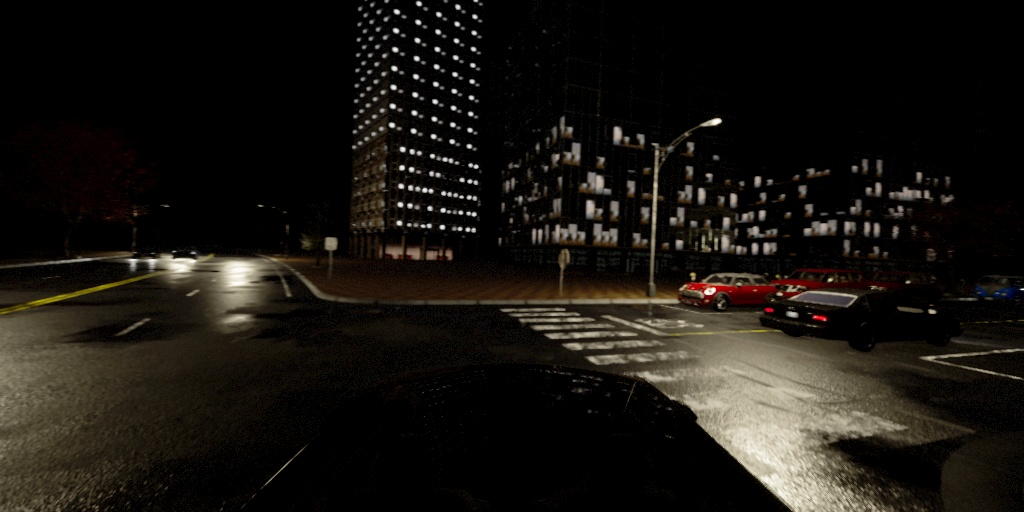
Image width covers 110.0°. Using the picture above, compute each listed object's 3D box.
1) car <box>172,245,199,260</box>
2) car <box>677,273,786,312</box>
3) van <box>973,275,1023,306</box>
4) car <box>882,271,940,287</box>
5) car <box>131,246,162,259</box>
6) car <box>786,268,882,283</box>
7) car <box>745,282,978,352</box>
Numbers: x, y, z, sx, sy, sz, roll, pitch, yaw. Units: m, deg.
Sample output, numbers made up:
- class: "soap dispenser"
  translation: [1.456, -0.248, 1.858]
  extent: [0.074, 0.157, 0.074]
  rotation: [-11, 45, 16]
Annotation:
- class: "car"
  translation: [-39.070, -0.471, 42.997]
  extent: [2.097, 1.767, 4.553]
  rotation: [3, 0, -37]
- class: "car"
  translation: [9.252, 1.459, 15.534]
  extent: [4.097, 1.591, 1.967]
  rotation: [0, 0, -17]
- class: "van"
  translation: [30.793, 2.102, 22.285]
  extent: [3.998, 1.789, 1.690]
  rotation: [0, 0, -17]
- class: "car"
  translation: [20.023, 1.707, 18.910]
  extent: [5.009, 1.841, 2.192]
  rotation: [0, 0, -17]
- class: "car"
  translation: [-41.650, -0.410, 41.014]
  extent: [1.812, 1.442, 4.674]
  rotation: [3, 0, -37]
- class: "car"
  translation: [14.637, 1.521, 17.222]
  extent: [5.009, 1.841, 2.192]
  rotation: [0, 0, -17]
- class: "car"
  translation: [9.277, 1.570, 9.572]
  extent: [5.357, 1.411, 2.033]
  rotation: [2, 0, -17]
